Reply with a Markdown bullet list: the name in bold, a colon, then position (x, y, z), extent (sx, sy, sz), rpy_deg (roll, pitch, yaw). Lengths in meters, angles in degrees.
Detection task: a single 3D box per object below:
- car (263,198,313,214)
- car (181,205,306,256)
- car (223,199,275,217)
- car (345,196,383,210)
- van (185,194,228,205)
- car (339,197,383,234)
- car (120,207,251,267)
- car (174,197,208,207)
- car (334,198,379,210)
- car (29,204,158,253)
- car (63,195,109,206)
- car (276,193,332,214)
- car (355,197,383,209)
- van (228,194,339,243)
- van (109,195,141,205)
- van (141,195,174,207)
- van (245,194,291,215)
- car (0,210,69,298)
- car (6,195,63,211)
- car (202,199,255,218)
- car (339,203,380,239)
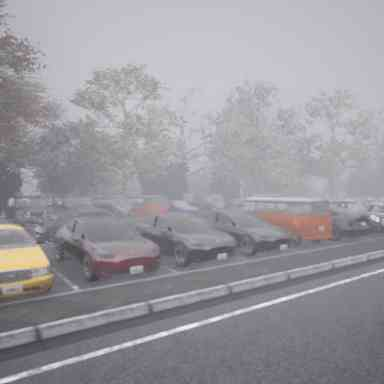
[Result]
- **car**: position (10.066, 1.465, 35.331), extent (2.163, 1.488, 4.792), rpy_deg (0, 0, -35)
- **car**: position (1.777, 1.492, 13.397), extent (2.163, 1.488, 4.792), rpy_deg (0, 0, -35)
- **car**: position (5.415, 1.449, 32.097), extent (2.163, 1.488, 4.792), rpy_deg (0, 0, -35)
- **car**: position (23.479, 1.380, 44.932), extent (2.185, 1.767, 4.553), rpy_deg (0, 0, -35)
- **van**: position (1.099, 1.201, 28.862), extent (1.878, 1.987, 4.442), rpy_deg (0, 0, -36)
- **car**: position (8.529, 1.302, 18.268), extent (2.185, 1.767, 4.553), rpy_deg (0, 0, -35)
- **car**: position (-0.487, 1.504, 11.789), extent (2.163, 1.488, 4.792), rpy_deg (0, 0, -35)
- **car**: position (-1.238, 1.436, 27.342), extent (2.097, 1.535, 5.008), rpy_deg (0, 0, -35)
- **car**: position (21.357, 1.524, 43.350), extent (2.163, 1.488, 4.792), rpy_deg (0, 0, -35)
- **car**: position (-4.200, 1.505, 14.632), extent (4.892, 1.490, 1.837), rpy_deg (0, 0, -35)
- **car**: position (-7.994, 1.222, 22.502), extent (2.435, 2.045, 5.566), rpy_deg (0, 0, -35)
- **car**: position (12.292, 1.196, 36.982), extent (2.435, 2.045, 5.566), rpy_deg (0, 0, -35)
- **car**: position (25.759, 1.517, 46.507), extent (2.097, 1.535, 5.008), rpy_deg (0, 0, -35)
- **van**: position (3.954, 1.224, 15.123), extent (1.878, 1.987, 4.442), rpy_deg (0, 0, -35)
- **van**: position (-5.684, 1.235, 24.033), extent (1.878, 1.987, 4.442), rpy_deg (0, 0, -35)
- **van**: position (-3.561, 1.223, 25.828), extent (1.878, 1.987, 4.442), rpy_deg (0, 0, -35)
- **van**: position (7.624, 1.200, 33.774), extent (1.878, 1.987, 4.442), rpy_deg (0, 0, -35)
- **car**: position (-4.923, 1.496, 8.446), extent (1.946, 1.575, 5.366), rpy_deg (0, 0, -35)
- **car**: position (-10.252, 1.234, 20.898), extent (2.435, 2.045, 5.566), rpy_deg (0, 0, -35)
- **car**: position (3.263, 1.450, 30.568), extent (2.163, 1.488, 4.792), rpy_deg (0, 0, -35)
- **car**: position (6.270, 1.467, 16.660), extent (2.163, 1.488, 4.792), rpy_deg (0, 0, -35)
